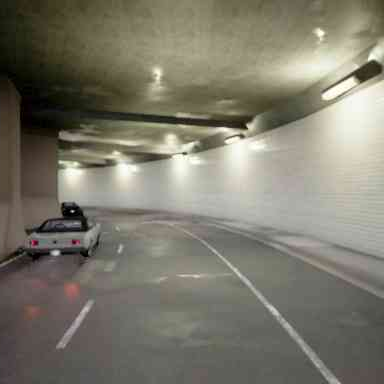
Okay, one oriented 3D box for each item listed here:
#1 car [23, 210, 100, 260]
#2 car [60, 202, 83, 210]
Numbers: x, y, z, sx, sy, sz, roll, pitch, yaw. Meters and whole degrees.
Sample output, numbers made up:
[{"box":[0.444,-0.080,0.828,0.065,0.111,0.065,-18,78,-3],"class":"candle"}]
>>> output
[{"box":[-4.573,1.586,12.464,1.895,1.301,4.718,0,0,-9],"class":"car"},{"box":[-10.816,1.531,28.836,1.994,1.385,4.181,0,0,-32],"class":"car"}]
